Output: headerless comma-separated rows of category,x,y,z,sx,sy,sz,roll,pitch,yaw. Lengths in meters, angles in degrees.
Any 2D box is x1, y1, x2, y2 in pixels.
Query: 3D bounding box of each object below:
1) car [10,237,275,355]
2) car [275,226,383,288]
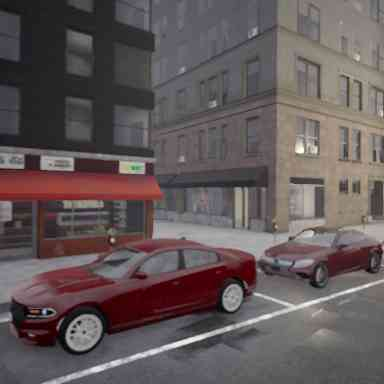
car,-0.775,1.565,6.094,4.507,1.381,1.887,1,0,-36
car,3.744,1.637,9.317,4.206,1.307,1.802,0,0,-36
